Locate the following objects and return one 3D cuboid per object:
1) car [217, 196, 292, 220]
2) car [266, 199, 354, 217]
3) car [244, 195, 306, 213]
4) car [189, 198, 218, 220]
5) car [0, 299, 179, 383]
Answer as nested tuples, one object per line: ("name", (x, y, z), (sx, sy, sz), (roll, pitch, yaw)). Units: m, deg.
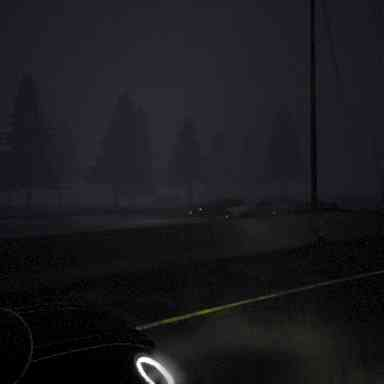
("car", (4.322, 1.203, 21.841), (4.674, 1.442, 1.812), (-1, 1, -24))
("car", (6.964, 1.274, 19.200), (4.718, 1.301, 1.895), (-1, 1, -23))
("car", (7.685, 1.070, 30.837), (5.357, 1.411, 2.033), (-1, 1, -22))
("car", (2.138, 1.165, 24.685), (4.902, 1.511, 2.128), (-1, 1, -24))
("car", (-2.238, 1.360, 1.956), (4.553, 1.767, 2.097), (-1, 1, -36))
